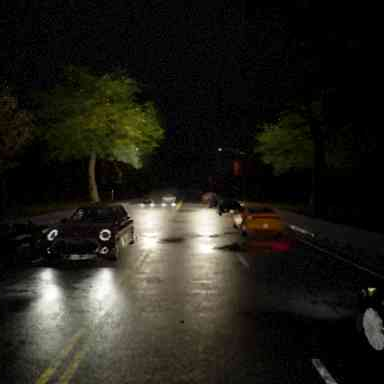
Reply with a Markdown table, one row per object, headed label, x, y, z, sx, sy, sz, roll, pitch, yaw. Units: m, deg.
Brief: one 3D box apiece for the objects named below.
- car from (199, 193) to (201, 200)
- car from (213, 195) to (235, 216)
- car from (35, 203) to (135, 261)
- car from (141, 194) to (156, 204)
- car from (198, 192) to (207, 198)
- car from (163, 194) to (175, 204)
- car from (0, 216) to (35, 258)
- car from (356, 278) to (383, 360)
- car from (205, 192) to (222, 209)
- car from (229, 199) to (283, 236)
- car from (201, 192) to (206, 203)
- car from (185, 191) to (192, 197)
| label | x | y | z | sx | sy | sz | roll | pitch | yaw |
| --- | --- | --- | --- | --- | --- | --- | --- | --- | --- |
| car | 2.868 | 0.945 | 62.434 | 1.801 | 1.575 | 5.366 | 0 | 1 | -1 |
| car | 3.164 | 1.284 | 29.214 | 1.837 | 1.490 | 4.892 | 0 | 0 | 0 |
| car | -3.369 | 1.261 | 11.786 | 2.097 | 1.767 | 4.553 | 0 | 0 | 0 |
| car | -6.847 | 1.091 | 52.480 | 1.837 | 1.490 | 4.892 | 0 | 1 | 0 |
| car | 2.555 | 0.813 | 84.264 | 1.994 | 1.385 | 4.181 | 0 | 1 | -1 |
| car | -3.601 | 1.109 | 52.913 | 1.812 | 1.442 | 4.674 | 0 | 1 | 0 |
| car | -6.617 | 1.515 | 11.042 | 1.895 | 1.301 | 4.718 | 0 | 0 | 0 |
| car | 3.346 | 1.481 | 2.997 | 1.837 | 1.490 | 4.892 | 0 | 0 | 0 |
| car | 3.090 | 1.047 | 40.193 | 2.097 | 1.767 | 4.553 | 0 | 0 | 0 |
| car | 3.315 | 1.344 | 17.475 | 1.882 | 1.535 | 5.008 | 0 | 0 | 0 |
| car | 2.992 | 0.951 | 51.204 | 2.097 | 1.767 | 4.553 | 0 | 1 | -1 |
| car | -0.850 | 0.616 | 93.338 | 2.033 | 1.411 | 5.357 | 0 | 1 | -1 |
